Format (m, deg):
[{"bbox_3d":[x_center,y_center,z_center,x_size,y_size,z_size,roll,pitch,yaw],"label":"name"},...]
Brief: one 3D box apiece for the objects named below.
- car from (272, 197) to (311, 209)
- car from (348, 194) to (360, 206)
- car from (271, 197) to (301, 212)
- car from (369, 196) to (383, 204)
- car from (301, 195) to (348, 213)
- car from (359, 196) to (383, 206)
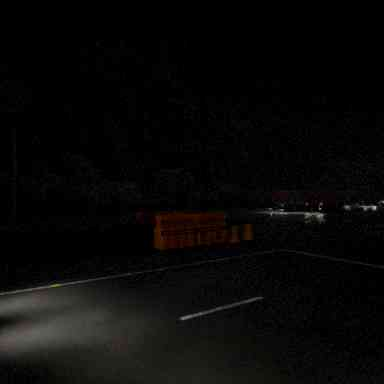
[{"bbox_3d":[13.054,1.414,43.439,5.357,1.411,2.033,0,0,-36],"label":"car"},{"bbox_3d":[24.554,1.156,51.641,4.553,1.767,2.097,0,0,-35],"label":"car"},{"bbox_3d":[11.000,1.416,37.666,4.674,1.442,1.812,0,0,-36],"label":"car"},{"bbox_3d":[32.813,1.361,57.483,4.718,1.301,1.895,0,0,-35],"label":"car"},{"bbox_3d":[14.218,1.236,35.666,4.553,1.767,2.097,0,0,-36],"label":"car"},{"bbox_3d":[27.666,1.346,49.567,5.357,1.411,2.033,0,0,-36],"label":"car"}]
